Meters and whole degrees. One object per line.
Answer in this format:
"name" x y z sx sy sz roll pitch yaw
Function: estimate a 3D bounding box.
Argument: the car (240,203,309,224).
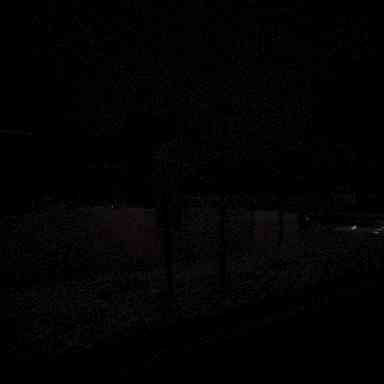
"car" 5.645 1.527 23.443 4.902 1.511 2.128 0 3 36

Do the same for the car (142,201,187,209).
"car" -2.454 1.541 29.798 4.902 1.511 2.128 0 3 40

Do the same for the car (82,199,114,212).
"car" -10.605 1.536 37.232 1.837 1.490 4.892 -5 4 -45
